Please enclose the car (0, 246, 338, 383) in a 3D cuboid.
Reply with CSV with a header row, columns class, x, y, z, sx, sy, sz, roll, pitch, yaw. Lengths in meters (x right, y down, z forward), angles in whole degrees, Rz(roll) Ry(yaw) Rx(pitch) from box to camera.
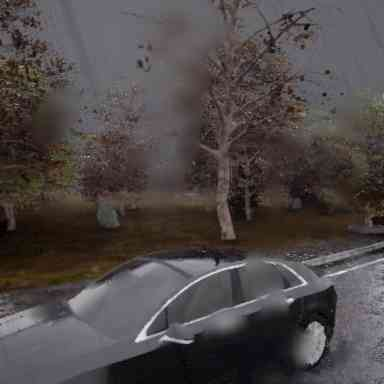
class,x,y,z,sx,sy,sz,roll,pitch,yaw
car,-0.122,1.515,4.069,4.892,1.490,1.837,0,0,-37
